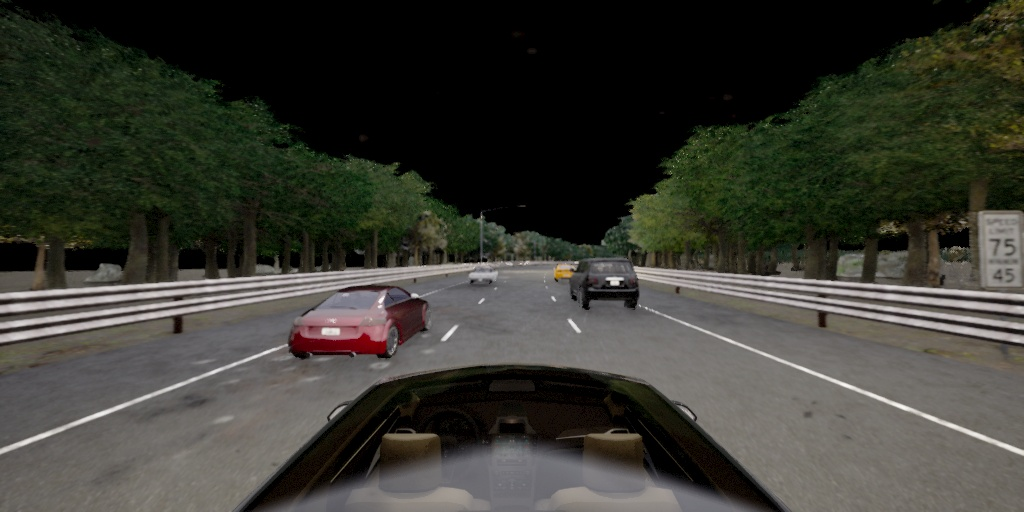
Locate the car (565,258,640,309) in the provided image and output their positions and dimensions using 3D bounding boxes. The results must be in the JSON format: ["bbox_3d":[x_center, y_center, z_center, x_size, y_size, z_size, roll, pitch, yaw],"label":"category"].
[{"bbox_3d":[3.892,1.111,15.911,2.150,2.045,5.566,0,0,2],"label":"car"}]

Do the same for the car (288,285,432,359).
[{"bbox_3d":[-3.300,1.377,8.609,1.994,1.385,4.181,0,-1,1],"label":"car"}]

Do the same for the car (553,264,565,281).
[{"bbox_3d":[4.948,1.528,33.798,1.882,1.535,5.008,0,0,4],"label":"car"}]

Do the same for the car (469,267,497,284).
[{"bbox_3d":[-2.337,1.623,30.441,1.895,1.301,4.718,0,-1,4],"label":"car"}]
